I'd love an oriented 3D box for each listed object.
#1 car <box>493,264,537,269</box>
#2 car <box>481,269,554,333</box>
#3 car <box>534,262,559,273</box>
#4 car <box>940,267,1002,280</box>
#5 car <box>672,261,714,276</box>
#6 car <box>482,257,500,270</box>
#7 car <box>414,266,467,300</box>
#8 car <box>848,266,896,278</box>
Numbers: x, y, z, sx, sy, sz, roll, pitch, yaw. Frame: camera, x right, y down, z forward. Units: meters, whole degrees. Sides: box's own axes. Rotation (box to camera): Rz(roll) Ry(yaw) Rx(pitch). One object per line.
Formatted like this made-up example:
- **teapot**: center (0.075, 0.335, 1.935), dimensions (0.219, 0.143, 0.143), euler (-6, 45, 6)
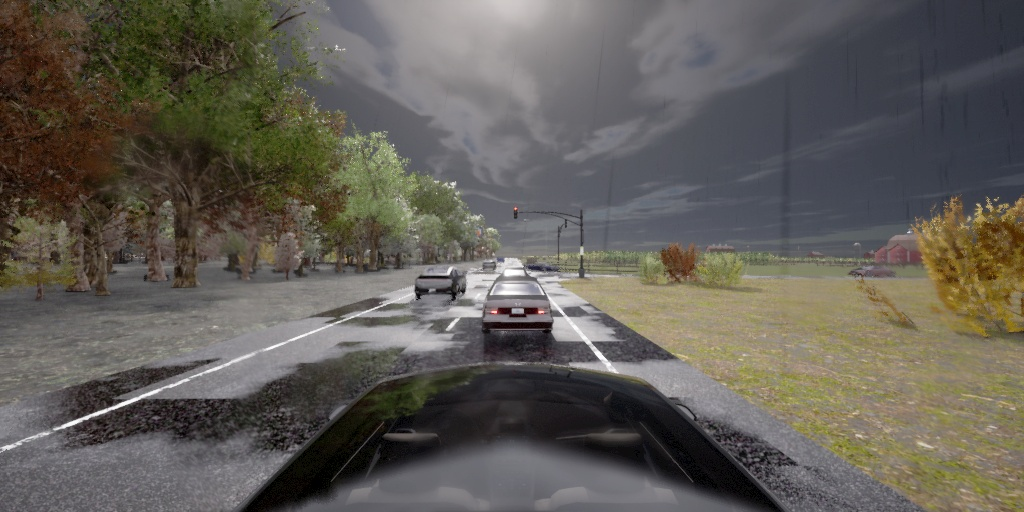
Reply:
- **car**: center (0.144, 1.318, 19.922), dimensions (1.994, 1.385, 4.181), euler (0, 0, 0)
- **car**: center (0.121, 1.300, 10.682), dimensions (2.033, 1.411, 5.357), euler (0, 0, 0)
- **car**: center (3.651, 1.427, 46.325), dimensions (4.718, 1.301, 1.895), euler (4, 2, 43)
- **car**: center (48.670, 1.825, 38.258), dimensions (5.357, 1.411, 2.033), euler (1, -1, 1)
- **car**: center (21.277, 1.391, 42.056), dimensions (4.553, 1.767, 2.097), euler (1, -1, 0)
- **car**: center (-3.286, 1.249, 52.825), dimensions (2.128, 1.511, 4.902), euler (0, 0, 0)
- **car**: center (-3.364, 1.245, 17.567), dimensions (2.128, 1.511, 4.902), euler (0, 0, 0)
- **car**: center (42.012, 1.829, 41.897), dimensions (4.181, 1.385, 1.994), euler (1, -1, 1)
